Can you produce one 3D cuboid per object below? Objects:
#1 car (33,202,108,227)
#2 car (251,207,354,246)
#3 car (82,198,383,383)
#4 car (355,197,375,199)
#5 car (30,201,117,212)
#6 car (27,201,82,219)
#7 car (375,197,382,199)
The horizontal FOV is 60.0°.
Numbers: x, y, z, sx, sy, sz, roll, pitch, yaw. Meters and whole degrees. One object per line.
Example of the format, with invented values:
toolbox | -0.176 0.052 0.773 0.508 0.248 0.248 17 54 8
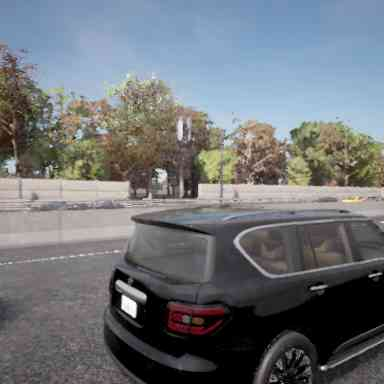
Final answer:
car | -8.568 1.530 23.659 4.674 1.442 1.812 0 0 -36
car | 5.532 1.547 16.292 5.357 1.411 2.033 0 0 -35
car | 1.560 1.222 4.858 5.566 2.045 2.150 0 0 -36
car | 26.517 1.520 48.640 4.902 1.511 2.128 0 0 -35
car | -7.367 1.509 20.232 4.892 1.490 1.837 0 0 -35
car | -12.202 1.570 29.680 4.181 1.385 1.994 0 0 -35
car | 27.356 1.518 44.958 4.902 1.511 2.128 0 0 -35
